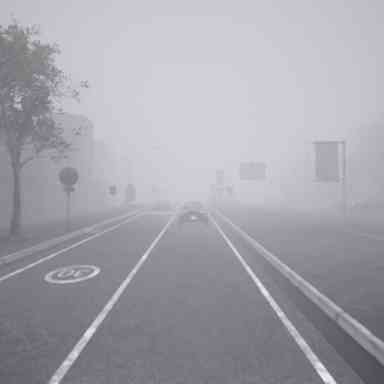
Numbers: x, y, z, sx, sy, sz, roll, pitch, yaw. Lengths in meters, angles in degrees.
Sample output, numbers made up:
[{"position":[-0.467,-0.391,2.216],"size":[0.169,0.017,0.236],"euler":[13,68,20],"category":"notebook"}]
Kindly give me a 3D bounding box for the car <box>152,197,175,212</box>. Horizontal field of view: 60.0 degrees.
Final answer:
[{"position":[-3.339,1.483,37.617],"size":[1.994,1.385,4.181],"euler":[0,0,0],"category":"car"}]

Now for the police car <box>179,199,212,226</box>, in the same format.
[{"position":[0.100,1.453,23.248],"size":[2.038,1.542,4.974],"euler":[0,0,0],"category":"police car"}]

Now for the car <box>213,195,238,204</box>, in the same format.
[{"position":[6.286,1.383,62.986],"size":[4.553,1.767,2.185],"euler":[0,-1,0],"category":"car"}]

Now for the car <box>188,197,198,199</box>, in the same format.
[{"position":[0.097,1.392,42.271],"size":[1.812,1.442,4.674],"euler":[0,-2,0],"category":"car"}]

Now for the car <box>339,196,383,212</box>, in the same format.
[{"position":[18.757,1.246,35.553],"size":[4.553,1.767,2.185],"euler":[0,0,0],"category":"car"}]

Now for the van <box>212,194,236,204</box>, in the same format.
[{"position":[6.346,1.340,66.026],"size":[4.442,1.987,1.878],"euler":[0,-1,0],"category":"van"}]

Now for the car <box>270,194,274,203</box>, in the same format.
[{"position":[18.693,1.545,64.973],"size":[5.366,1.575,1.946],"euler":[0,-1,0],"category":"car"}]

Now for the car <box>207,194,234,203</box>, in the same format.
[{"position":[6.202,1.451,72.216],"size":[5.566,2.045,2.435],"euler":[0,-1,-1],"category":"car"}]

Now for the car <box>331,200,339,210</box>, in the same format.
[{"position":[18.687,1.406,38.723],"size":[4.674,1.452,2.002],"euler":[0,0,0],"category":"car"}]

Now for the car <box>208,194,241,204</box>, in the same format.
[{"position":[6.093,1.462,60.065],"size":[5.366,1.575,1.946],"euler":[0,-1,0],"category":"car"}]

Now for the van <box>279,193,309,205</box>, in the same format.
[{"position":[18.434,1.234,59.519],"size":[4.442,1.987,1.878],"euler":[0,-1,0],"category":"van"}]

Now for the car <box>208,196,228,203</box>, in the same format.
[{"position":[6.130,1.742,78.164],"size":[4.553,1.767,2.185],"euler":[0,-2,-1],"category":"car"}]

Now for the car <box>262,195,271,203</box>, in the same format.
[{"position":[18.433,1.416,70.692],"size":[5.566,2.045,2.435],"euler":[0,-2,-1],"category":"car"}]

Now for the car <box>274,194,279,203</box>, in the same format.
[{"position":[18.713,1.499,62.312],"size":[5.366,1.575,1.946],"euler":[0,-1,0],"category":"car"}]

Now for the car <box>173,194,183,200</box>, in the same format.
[{"position":[-3.342,1.383,79.082],"size":[2.150,2.045,5.566],"euler":[0,-2,0],"category":"car"}]
